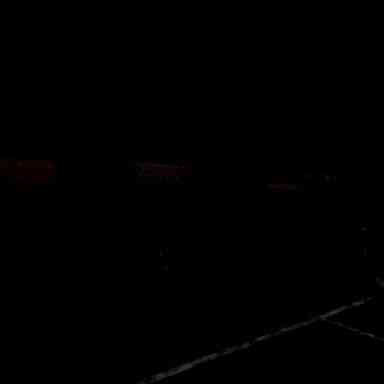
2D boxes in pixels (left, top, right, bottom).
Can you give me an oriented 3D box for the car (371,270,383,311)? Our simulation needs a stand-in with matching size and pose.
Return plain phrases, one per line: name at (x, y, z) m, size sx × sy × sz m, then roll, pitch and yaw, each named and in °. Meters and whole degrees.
car at (5.212, 1.594, 6.524) m, size 4.206 × 1.307 × 1.802 m, roll 0°, pitch 0°, yaw -36°
